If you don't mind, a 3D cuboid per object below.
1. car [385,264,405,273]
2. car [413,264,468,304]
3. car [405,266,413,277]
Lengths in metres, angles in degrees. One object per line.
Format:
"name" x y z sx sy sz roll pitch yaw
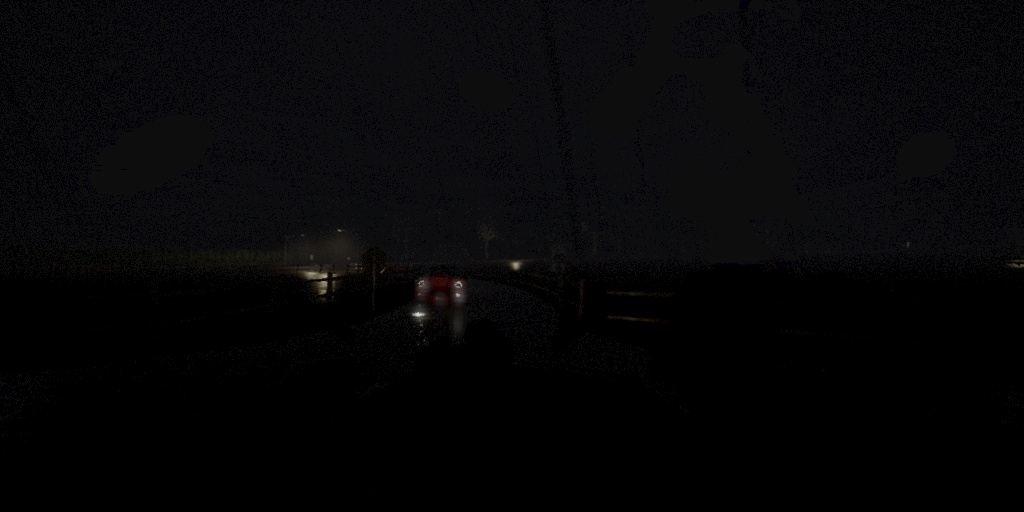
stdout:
"car" -17.730 1.940 54.996 4.181 1.385 1.994 -1 -1 42
"car" -3.253 1.290 17.542 2.097 1.767 4.553 1 -1 -5
"car" -10.392 1.711 41.016 1.837 1.490 4.892 1 0 -31
